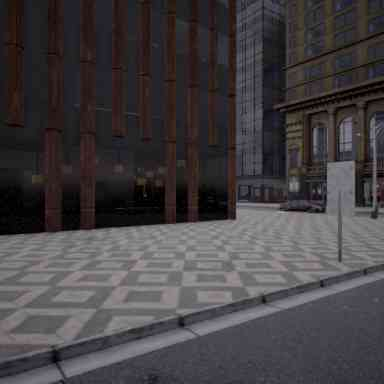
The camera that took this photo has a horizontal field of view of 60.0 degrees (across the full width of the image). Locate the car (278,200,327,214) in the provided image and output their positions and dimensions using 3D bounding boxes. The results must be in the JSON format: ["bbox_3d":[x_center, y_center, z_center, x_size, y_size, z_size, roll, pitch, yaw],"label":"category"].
[{"bbox_3d":[11.430,1.478,34.085,2.033,1.411,5.357,0,0,-35],"label":"car"}]
